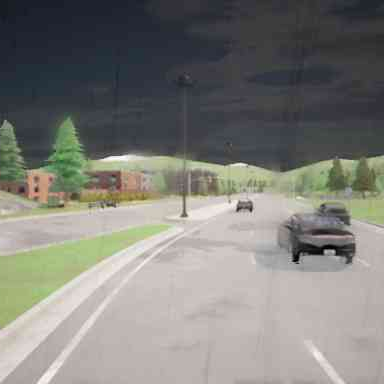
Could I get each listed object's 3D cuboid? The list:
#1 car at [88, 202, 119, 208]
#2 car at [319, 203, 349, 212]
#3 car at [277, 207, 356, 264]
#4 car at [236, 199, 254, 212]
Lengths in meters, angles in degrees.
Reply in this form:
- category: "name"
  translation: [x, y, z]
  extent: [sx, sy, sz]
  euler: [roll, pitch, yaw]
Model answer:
- category: "car"
  translation: [-9.757, 1.269, 37.003]
  extent: [1.895, 1.301, 4.718]
  euler: [0, 0, 13]
- category: "car"
  translation: [10.069, 1.532, 24.135]
  extent: [1.837, 1.490, 4.892]
  euler: [0, 0, 12]
- category: "car"
  translation: [4.229, 1.506, 11.891]
  extent: [2.128, 1.511, 4.902]
  euler: [0, 0, 7]
- category: "car"
  translation: [6.361, 1.545, 39.886]
  extent: [2.128, 1.511, 4.902]
  euler: [0, 0, 13]
